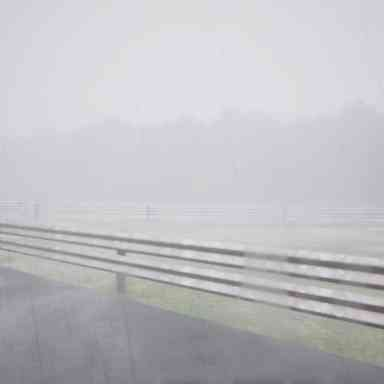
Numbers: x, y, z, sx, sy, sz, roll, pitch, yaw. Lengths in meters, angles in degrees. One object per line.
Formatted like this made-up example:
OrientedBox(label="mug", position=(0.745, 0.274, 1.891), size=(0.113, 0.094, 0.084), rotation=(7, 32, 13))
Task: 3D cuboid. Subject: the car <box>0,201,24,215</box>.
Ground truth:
OrientedBox(label="car", position=(-20.125, 1.676, 35.424), size=(4.674, 1.442, 1.812), rotation=(0, 0, 18))
